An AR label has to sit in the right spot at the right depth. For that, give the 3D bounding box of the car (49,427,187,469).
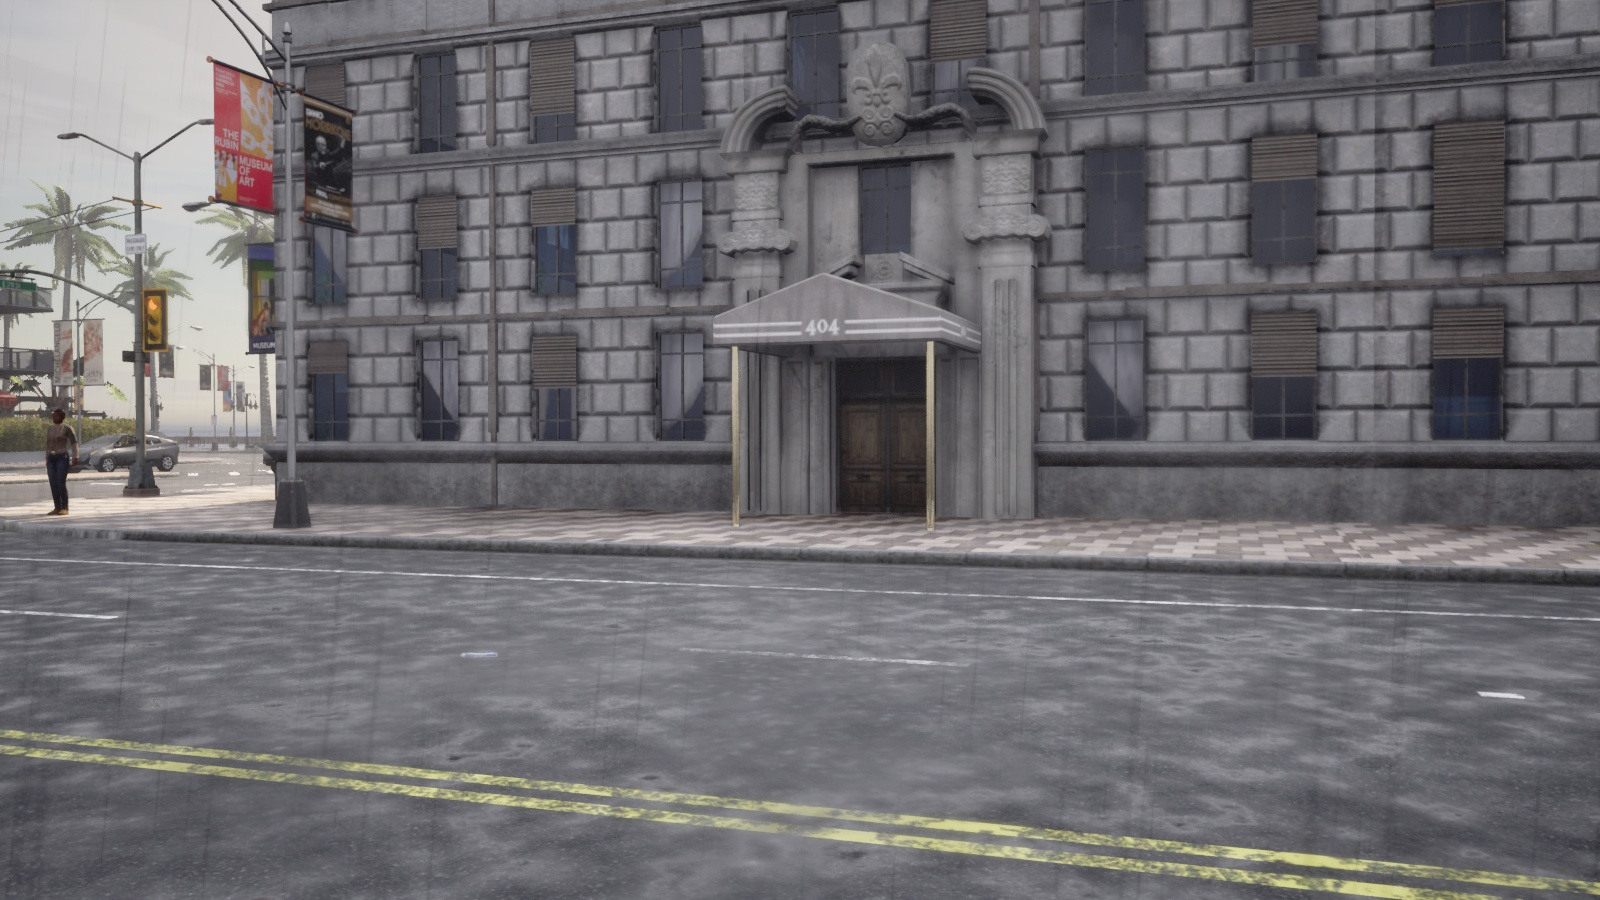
[{"bbox_3d":[-26.233,-0.102,48.491,2.007,1.525,4.514,1,1,19],"label":"car"}]

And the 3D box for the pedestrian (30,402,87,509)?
[{"bbox_3d":[-12.728,0.090,21.561,0.328,1.805,0.869,0,1,12],"label":"pedestrian"}]
